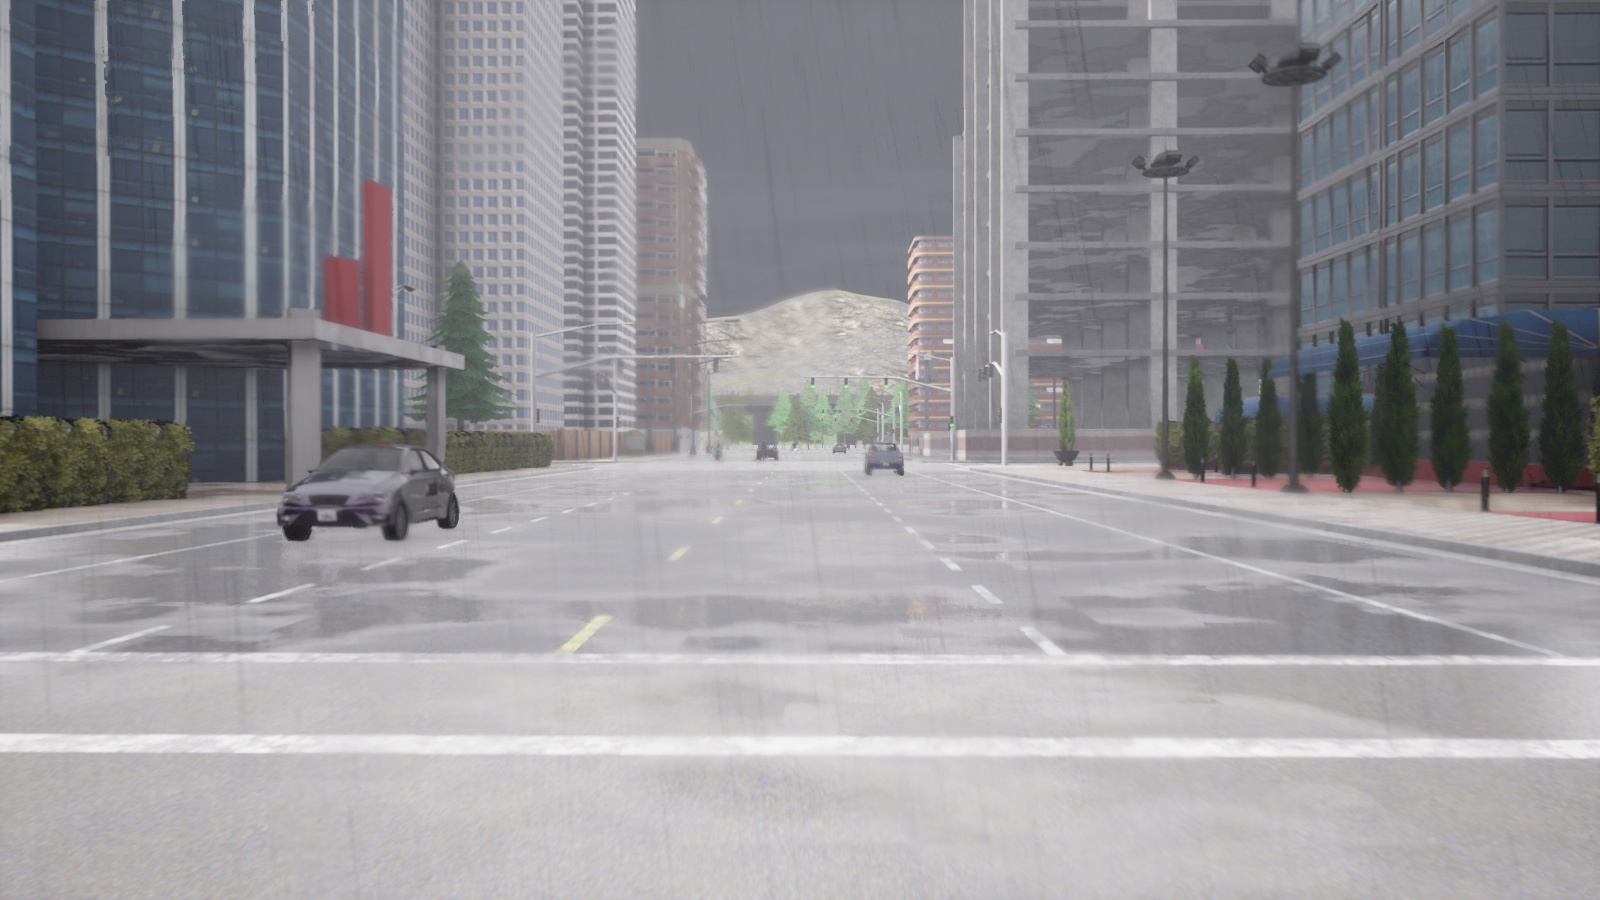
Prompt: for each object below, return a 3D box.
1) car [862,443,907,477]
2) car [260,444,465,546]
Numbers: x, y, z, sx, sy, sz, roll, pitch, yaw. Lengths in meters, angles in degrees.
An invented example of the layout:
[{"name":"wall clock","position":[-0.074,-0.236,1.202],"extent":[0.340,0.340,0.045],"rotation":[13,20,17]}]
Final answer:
[{"name":"car","position":[3.849,0.437,57.893],"extent":[1.845,1.501,3.633],"rotation":[0,0,0]},{"name":"car","position":[-6.869,0.641,20.198],"extent":[1.816,1.474,4.193],"rotation":[0,0,0]}]
